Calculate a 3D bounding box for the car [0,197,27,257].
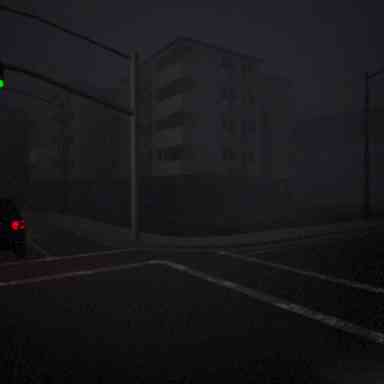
[{"bbox_3d":[-7.552,1.213,12.156,2.150,2.045,5.566,-1,1,-35],"label":"car"}]
